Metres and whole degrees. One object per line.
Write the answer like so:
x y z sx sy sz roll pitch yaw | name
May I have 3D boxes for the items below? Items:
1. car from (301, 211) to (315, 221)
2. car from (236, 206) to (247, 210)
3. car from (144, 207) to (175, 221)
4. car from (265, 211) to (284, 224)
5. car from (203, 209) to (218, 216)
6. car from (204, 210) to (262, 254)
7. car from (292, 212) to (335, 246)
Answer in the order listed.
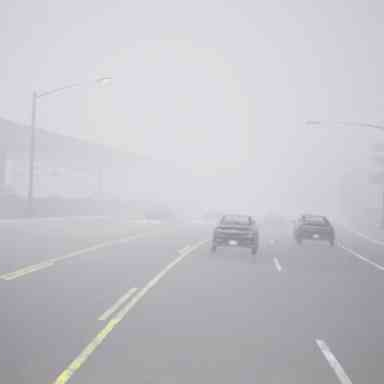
18.714 3.860 53.492 2.033 1.411 5.357 2 -2 20 | car
11.057 3.805 73.576 1.837 1.490 4.892 2 -2 20 | car
-3.290 2.271 34.672 1.994 1.385 4.181 2 -2 20 | car
9.871 2.970 39.582 1.812 1.442 4.674 2 -2 20 | car
2.946 2.817 41.530 1.895 1.301 4.718 2 -2 21 | car
2.041 1.764 14.836 2.128 1.511 4.902 2 -1 12 | car
6.741 2.051 18.665 2.128 1.511 4.902 2 -2 15 | car
